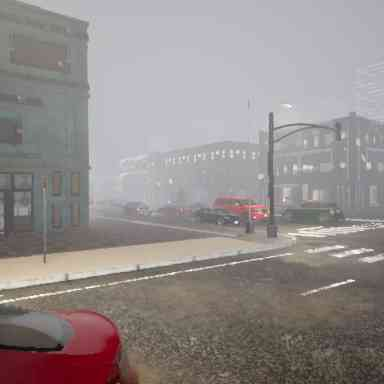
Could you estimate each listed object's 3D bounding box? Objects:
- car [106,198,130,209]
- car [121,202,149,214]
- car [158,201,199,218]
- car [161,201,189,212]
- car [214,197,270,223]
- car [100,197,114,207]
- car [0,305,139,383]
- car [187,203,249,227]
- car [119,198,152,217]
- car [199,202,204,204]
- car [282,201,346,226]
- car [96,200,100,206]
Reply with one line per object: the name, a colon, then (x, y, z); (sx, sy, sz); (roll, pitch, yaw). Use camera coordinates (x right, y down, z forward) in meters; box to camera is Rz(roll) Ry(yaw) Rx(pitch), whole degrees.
car: (-11.955, 2.151, 55.111); (1.895, 1.301, 4.718); (-1, 0, -35)
car: (-7.432, 2.011, 43.235); (1.994, 1.385, 4.181); (-1, 0, -35)
car: (-1.718, 1.937, 35.168); (1.895, 1.301, 4.718); (-1, 0, -35)
car: (-2.429, 1.965, 46.155); (1.802, 1.307, 4.206); (-2, 0, -35)
car: (3.933, 1.445, 27.199); (2.150, 2.045, 5.566); (-1, 0, -35)
car: (-15.254, 1.939, 64.207); (2.192, 1.841, 5.009); (-1, 0, -35)
car: (-2.575, 1.526, 1.851); (4.674, 1.442, 1.812); (0, 0, -35)
car: (1.878, 1.814, 25.404); (1.947, 1.339, 4.313); (-1, 0, -35)
car: (-6.060, 1.846, 36.788); (1.967, 1.590, 4.097); (-1, 0, -35)
car: (0.775, 1.903, 41.643); (1.802, 1.307, 4.206); (-2, 0, -35)
car: (9.114, 1.494, 25.370); (2.097, 1.767, 4.553); (-1, 0, -40)
car: (-18.453, 2.227, 68.720); (1.887, 1.381, 4.507); (-1, 0, -35)
